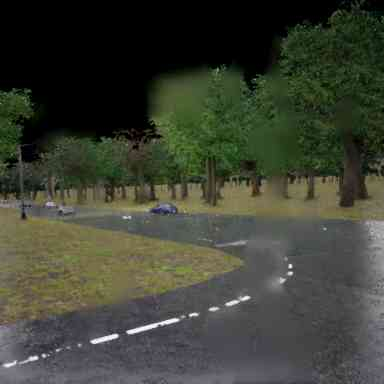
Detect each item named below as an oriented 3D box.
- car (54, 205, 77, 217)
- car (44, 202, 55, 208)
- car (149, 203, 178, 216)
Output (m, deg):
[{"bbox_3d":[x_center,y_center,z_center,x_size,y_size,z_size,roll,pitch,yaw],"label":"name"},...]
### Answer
[{"bbox_3d":[-18.422,2.831,48.860,1.837,1.490,4.892,-4,1,-36],"label":"car"},{"bbox_3d":[-36.875,3.310,86.248,1.812,1.442,4.674,-4,1,-36],"label":"car"},{"bbox_3d":[-3.414,2.065,39.981,1.812,1.442,4.674,-4,1,-36],"label":"car"}]
